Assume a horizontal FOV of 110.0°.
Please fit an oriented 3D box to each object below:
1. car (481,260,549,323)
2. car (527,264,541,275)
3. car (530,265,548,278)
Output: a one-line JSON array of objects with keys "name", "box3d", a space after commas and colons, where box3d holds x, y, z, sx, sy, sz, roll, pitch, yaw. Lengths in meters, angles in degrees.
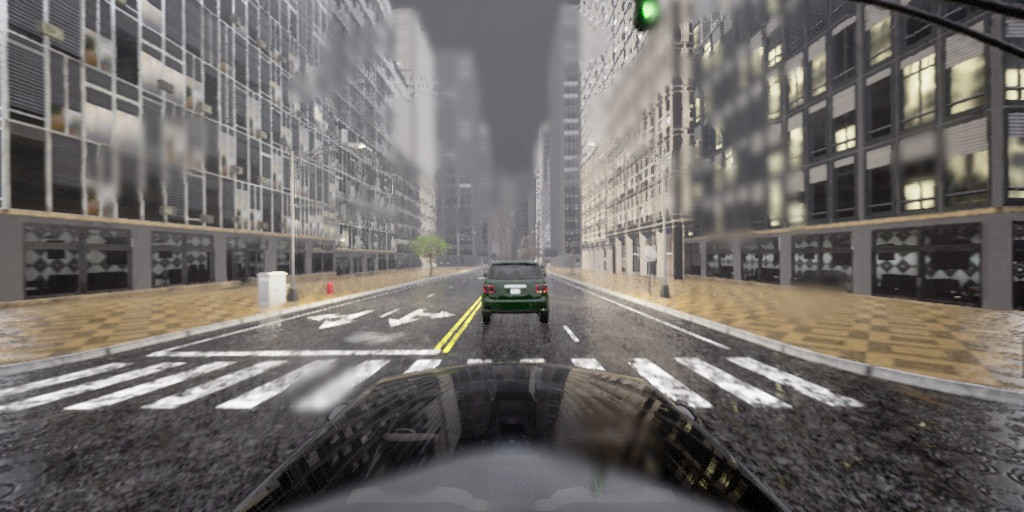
[{"name": "car", "box3d": [0.100, 1.181, 13.267, 2.150, 2.045, 5.566, -1, -1, 0]}, {"name": "car", "box3d": [3.290, 2.002, 54.545, 1.812, 1.442, 4.674, -1, -1, 0]}, {"name": "car", "box3d": [3.280, 1.852, 44.625, 1.837, 1.490, 4.892, -1, -1, 0]}]
